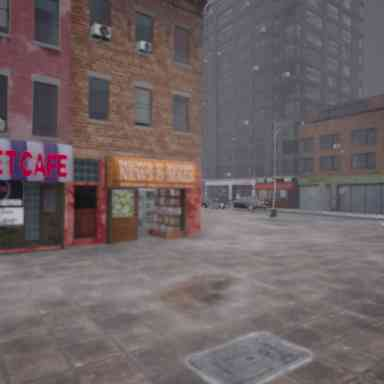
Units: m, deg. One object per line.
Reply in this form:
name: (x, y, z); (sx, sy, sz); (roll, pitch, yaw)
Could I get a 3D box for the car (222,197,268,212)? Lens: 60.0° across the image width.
car: (5.914, 1.229, 35.514); (2.128, 1.511, 4.902); (1, 0, -35)

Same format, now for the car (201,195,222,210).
car: (1.727, 1.137, 36.329); (2.128, 1.511, 4.902); (1, 0, -35)
